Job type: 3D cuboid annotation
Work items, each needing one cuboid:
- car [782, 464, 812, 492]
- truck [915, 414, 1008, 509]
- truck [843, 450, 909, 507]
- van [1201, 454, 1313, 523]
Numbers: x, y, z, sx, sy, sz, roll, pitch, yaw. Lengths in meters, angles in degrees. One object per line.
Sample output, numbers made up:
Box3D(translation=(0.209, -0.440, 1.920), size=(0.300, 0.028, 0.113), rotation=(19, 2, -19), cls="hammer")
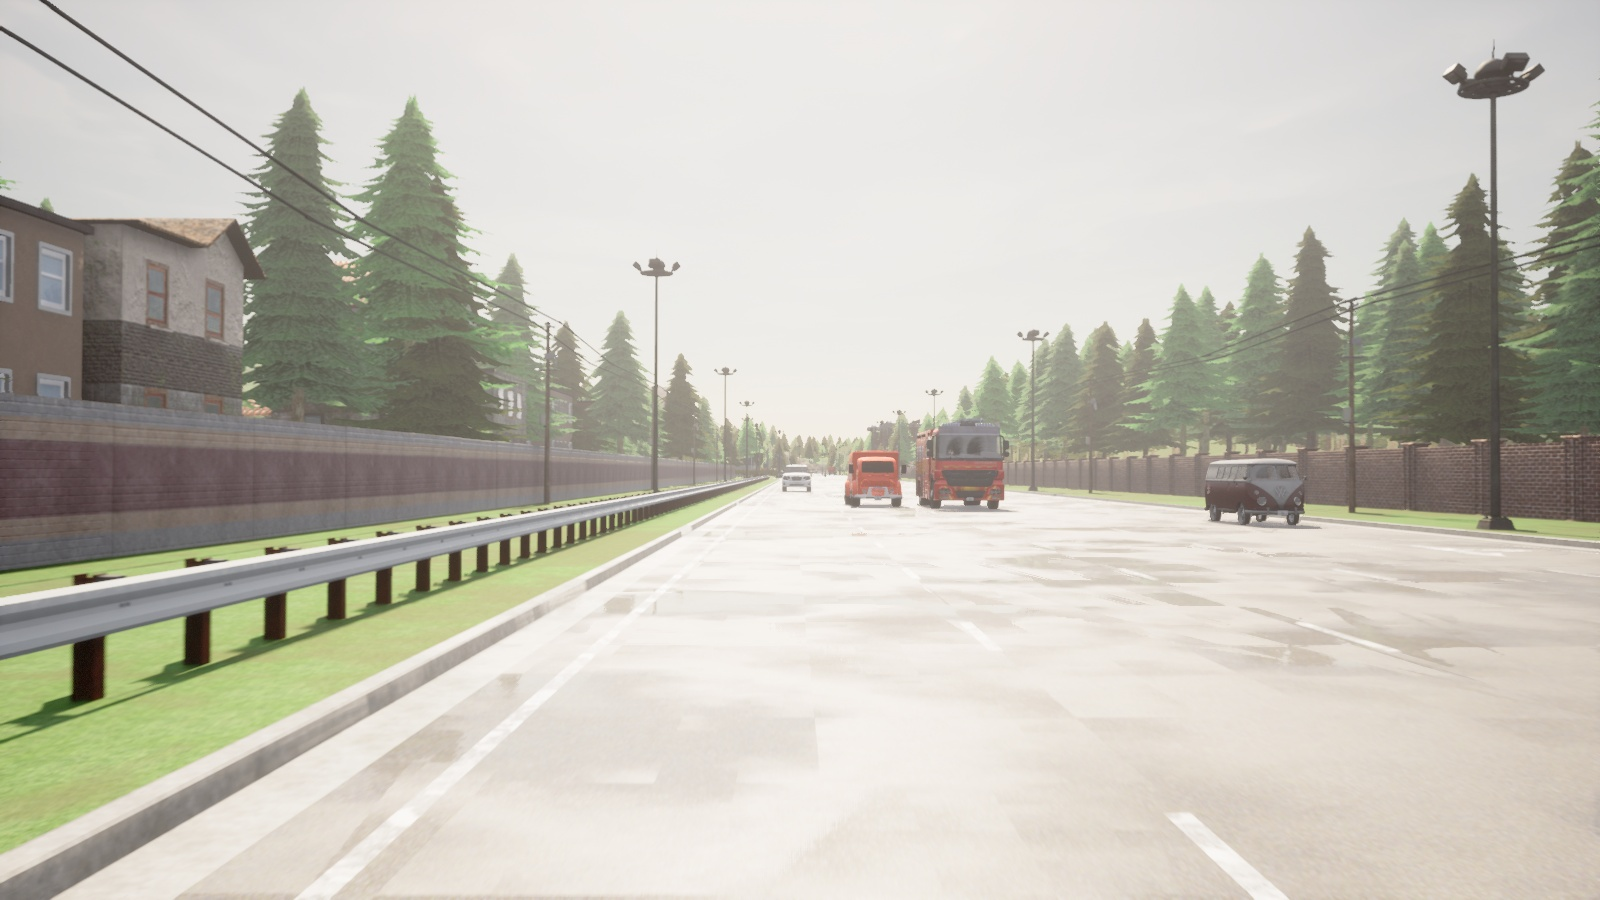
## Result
Box3D(translation=(-0.230, 2.127, 95.135), size=(2.150, 2.045, 5.566), rotation=(0, -1, 0), cls="car")
Box3D(translation=(6.864, 0.537, 54.617), size=(2.891, 3.827, 8.468), rotation=(0, -1, 0), cls="truck")
Box3D(translation=(3.362, 1.262, 56.630), size=(2.627, 2.467, 5.204), rotation=(0, -1, 0), cls="truck")
Box3D(translation=(13.906, 1.156, 38.506), size=(1.775, 1.987, 4.442), rotation=(0, -1, 0), cls="van")
